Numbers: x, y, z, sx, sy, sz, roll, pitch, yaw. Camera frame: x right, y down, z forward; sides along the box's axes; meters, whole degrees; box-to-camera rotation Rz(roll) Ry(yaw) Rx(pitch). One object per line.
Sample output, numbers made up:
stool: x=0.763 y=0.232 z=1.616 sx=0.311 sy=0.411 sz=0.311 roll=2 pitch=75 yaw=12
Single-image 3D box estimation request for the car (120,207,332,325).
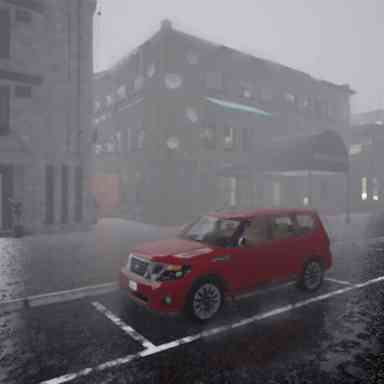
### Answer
car: x=1.020 y=1.303 z=7.272 sx=5.009 sy=1.841 sz=2.192 roll=0 pitch=1 yaw=-35
